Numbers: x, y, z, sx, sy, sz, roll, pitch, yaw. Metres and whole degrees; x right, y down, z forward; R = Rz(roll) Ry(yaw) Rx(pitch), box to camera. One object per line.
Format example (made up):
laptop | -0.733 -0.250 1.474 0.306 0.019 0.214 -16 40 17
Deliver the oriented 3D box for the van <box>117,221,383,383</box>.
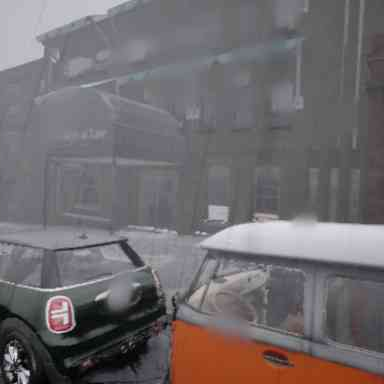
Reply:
van | 1.744 1.252 2.288 4.442 1.987 1.878 -1 0 35

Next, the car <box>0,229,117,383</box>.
car | -2.635 1.402 5.408 4.553 1.767 2.185 -1 0 35
